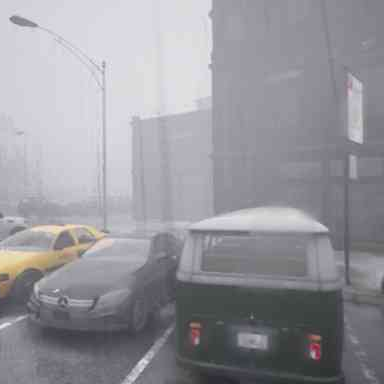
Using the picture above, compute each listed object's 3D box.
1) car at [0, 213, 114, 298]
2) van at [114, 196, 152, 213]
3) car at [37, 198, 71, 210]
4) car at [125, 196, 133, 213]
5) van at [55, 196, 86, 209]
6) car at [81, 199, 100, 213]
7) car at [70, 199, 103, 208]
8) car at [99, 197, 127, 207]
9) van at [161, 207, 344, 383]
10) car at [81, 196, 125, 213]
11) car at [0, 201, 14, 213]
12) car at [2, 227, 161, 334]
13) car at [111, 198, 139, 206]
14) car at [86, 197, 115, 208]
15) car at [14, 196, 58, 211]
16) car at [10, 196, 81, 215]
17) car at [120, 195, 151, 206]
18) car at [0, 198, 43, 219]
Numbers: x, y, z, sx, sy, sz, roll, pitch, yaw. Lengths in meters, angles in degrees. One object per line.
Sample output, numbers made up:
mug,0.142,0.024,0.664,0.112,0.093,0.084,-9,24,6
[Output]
car,-3.780,1.552,8.649,1.946,1.575,5.366,0,-1,15
van,-7.422,1.548,41.962,4.442,1.987,1.878,0,0,14
car,-21.446,1.805,51.734,4.553,1.767,2.185,-1,-1,14
car,-9.220,1.519,39.535,5.566,2.045,2.435,0,0,14
van,-19.841,1.708,54.250,4.442,1.987,1.878,-1,-1,14
car,-12.531,1.796,34.620,4.792,1.488,2.163,0,0,14
car,-18.037,1.935,56.733,4.892,1.521,2.231,-1,-1,14
car,-14.624,1.810,61.728,4.553,1.767,2.185,-1,-1,14
van,1.189,1.280,5.461,1.878,1.987,4.442,0,-1,15
car,-10.877,1.517,37.083,5.566,2.045,2.435,0,0,14
car,-26.513,1.953,44.196,4.792,1.488,2.163,-1,-1,14
car,-1.279,1.571,7.090,2.002,1.452,4.674,0,-1,15
car,-12.928,1.967,64.232,4.792,1.488,2.163,-1,-1,14
car,-16.312,1.809,59.213,4.553,1.767,2.185,-1,-1,14
car,-23.081,1.676,49.221,5.566,2.045,2.435,-1,-1,14
car,-14.131,1.513,32.180,5.566,2.045,2.435,0,0,14
car,-11.302,1.688,66.755,5.566,2.045,2.435,-1,0,14
car,-8.634,1.361,12.340,2.435,2.045,5.566,0,-1,15
